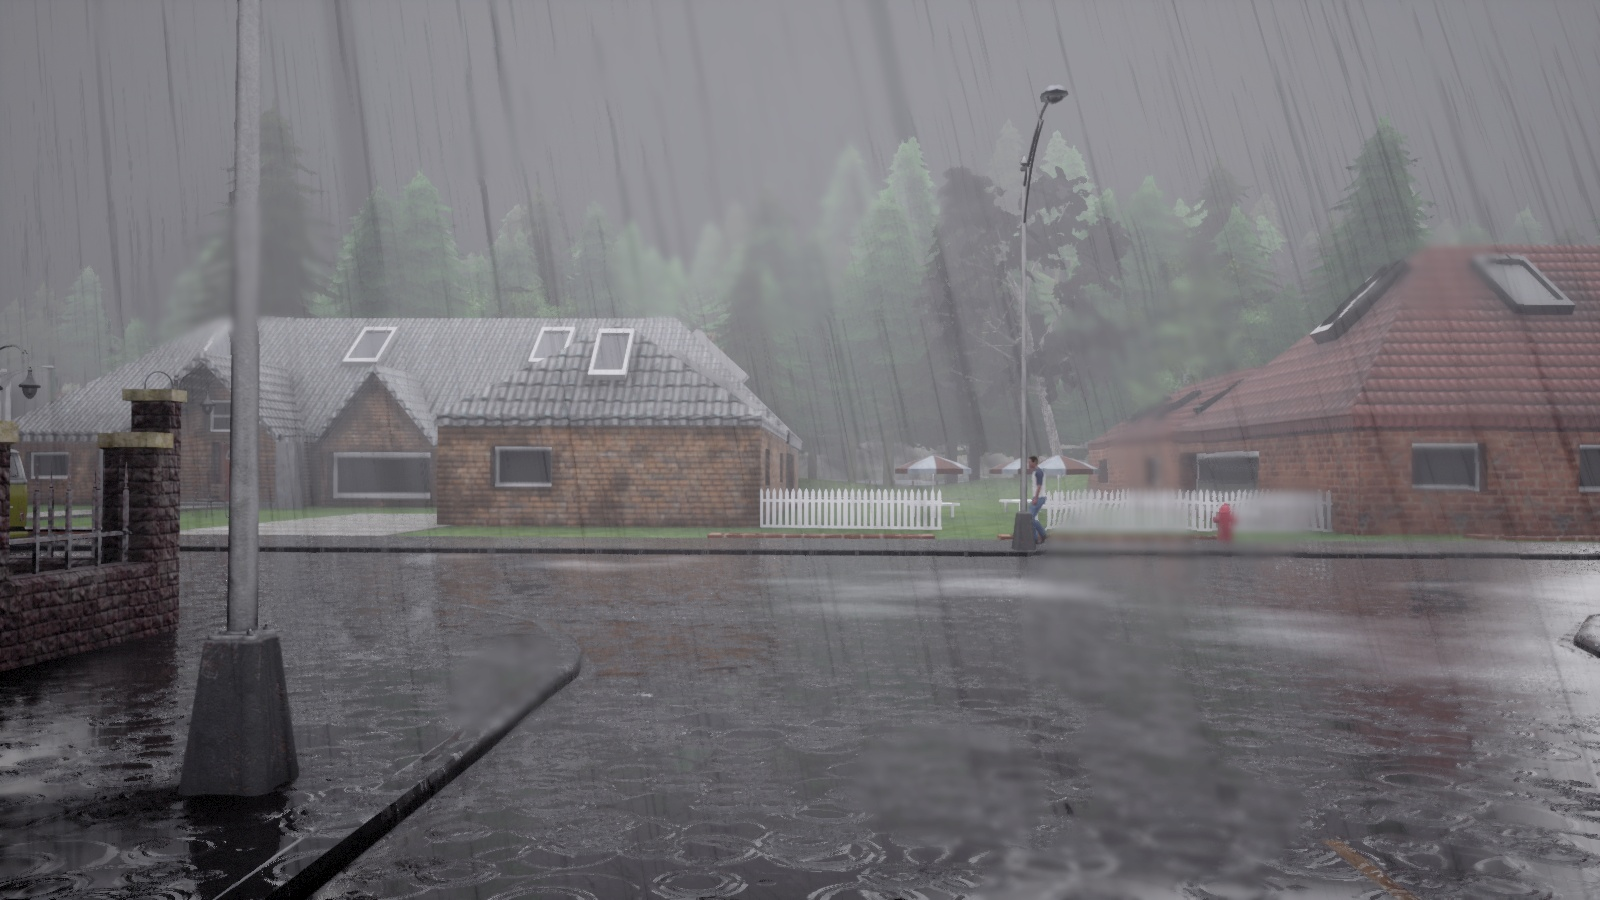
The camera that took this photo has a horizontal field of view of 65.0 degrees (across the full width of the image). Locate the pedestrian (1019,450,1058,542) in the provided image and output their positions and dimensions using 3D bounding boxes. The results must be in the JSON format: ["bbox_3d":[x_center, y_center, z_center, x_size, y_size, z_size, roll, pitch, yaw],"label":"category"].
[{"bbox_3d":[4.794,0.927,25.291,0.706,1.836,0.354,0,-1,1],"label":"pedestrian"}]

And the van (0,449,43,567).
[{"bbox_3d":[-15.729,0.992,21.604,4.442,1.987,1.775,0,-1,5],"label":"van"}]
